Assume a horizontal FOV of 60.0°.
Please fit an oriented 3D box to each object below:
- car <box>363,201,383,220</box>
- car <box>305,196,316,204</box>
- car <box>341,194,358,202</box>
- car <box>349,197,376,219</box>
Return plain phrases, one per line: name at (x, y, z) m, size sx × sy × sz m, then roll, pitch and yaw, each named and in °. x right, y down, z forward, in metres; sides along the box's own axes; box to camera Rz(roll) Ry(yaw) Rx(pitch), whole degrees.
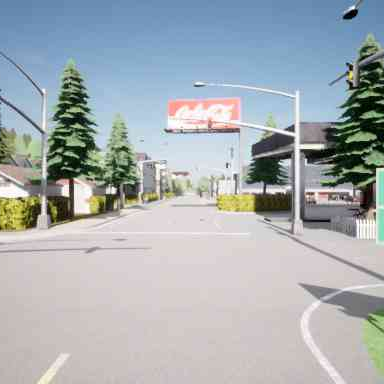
car at (18.668, 1.672, 30.638) m, size 4.611 × 1.667 × 2.242 m, roll 0°, pitch 0°, yaw 0°
car at (22.445, 1.552, 64.038) m, size 1.970 × 1.475 × 3.806 m, roll 0°, pitch 0°, yaw 0°
car at (34.842, 1.489, 71.841) m, size 2.007 × 1.523 × 4.514 m, roll 0°, pitch 0°, yaw 0°
car at (14.346, 1.505, 24.964) m, size 3.866 × 1.878 × 1.905 m, roll 0°, pitch 0°, yaw 0°
